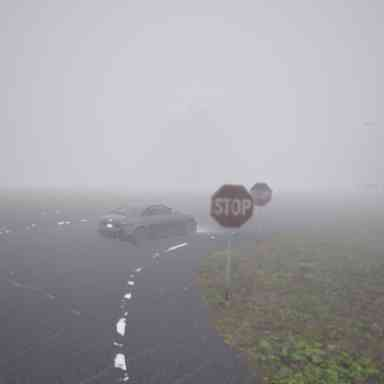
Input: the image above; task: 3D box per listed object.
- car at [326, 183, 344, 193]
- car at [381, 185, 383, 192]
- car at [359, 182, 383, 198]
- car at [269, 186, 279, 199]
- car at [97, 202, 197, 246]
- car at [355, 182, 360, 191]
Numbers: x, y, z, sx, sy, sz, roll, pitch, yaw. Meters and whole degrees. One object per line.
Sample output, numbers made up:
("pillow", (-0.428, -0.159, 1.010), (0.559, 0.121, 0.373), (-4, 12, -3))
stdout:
("car", (25.088, -0.725, 58.183), (2.097, 1.767, 4.553), (5, 3, 38))
("car", (48.034, -0.816, 81.576), (1.882, 1.535, 5.008), (5, 4, 38))
("car", (27.176, -0.319, 50.085), (2.150, 2.045, 5.566), (5, 4, 34))
("car", (7.878, 0.099, 36.460), (1.812, 1.442, 4.674), (5, 5, 38))
("car", (-1.637, 1.112, 13.210), (1.994, 1.385, 4.181), (5, 4, 38))
("car", (38.426, -1.153, 75.035), (2.150, 2.045, 5.566), (5, 4, 38))
